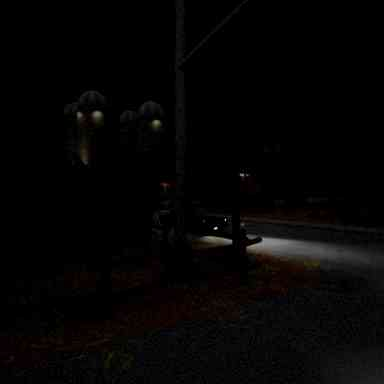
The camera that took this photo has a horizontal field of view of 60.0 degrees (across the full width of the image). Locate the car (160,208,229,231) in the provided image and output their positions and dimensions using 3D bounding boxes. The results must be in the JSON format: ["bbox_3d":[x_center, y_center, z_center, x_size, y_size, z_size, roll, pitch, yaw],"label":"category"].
[{"bbox_3d":[-0.010,1.600,19.354,1.895,1.301,4.718,0,0,-35],"label":"car"}]
